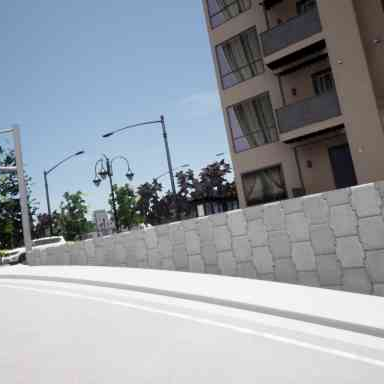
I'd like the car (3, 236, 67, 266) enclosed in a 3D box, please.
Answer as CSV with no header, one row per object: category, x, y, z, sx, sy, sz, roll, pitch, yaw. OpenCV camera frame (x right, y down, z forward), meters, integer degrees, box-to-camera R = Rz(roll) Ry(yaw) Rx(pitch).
car,-14.083,5.317,30.302,2.150,2.045,5.566,-14,-8,35
